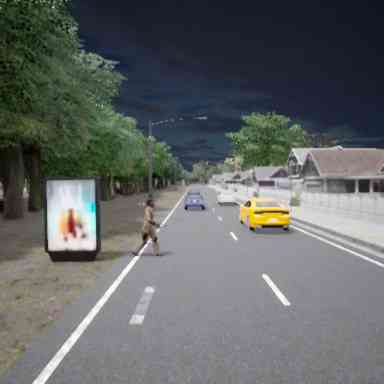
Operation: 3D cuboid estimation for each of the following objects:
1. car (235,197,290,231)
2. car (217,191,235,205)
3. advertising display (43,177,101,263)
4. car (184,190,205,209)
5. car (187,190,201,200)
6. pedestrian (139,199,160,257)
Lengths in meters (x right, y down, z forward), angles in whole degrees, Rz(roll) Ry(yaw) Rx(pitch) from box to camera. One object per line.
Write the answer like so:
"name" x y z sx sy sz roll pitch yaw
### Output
"car" 3.680 1.073 17.539 1.882 1.535 5.008 0 1 0
"car" 3.769 0.640 36.461 1.812 1.442 4.674 0 1 0
"advertising display" -3.466 0.802 9.677 1.540 2.440 0.280 0 2 0
"car" 0.235 0.807 30.980 2.033 1.411 5.357 0 2 0
"car" 0.287 0.375 47.151 1.994 1.385 4.181 0 1 1
"pedestrian" -1.308 1.060 10.184 0.375 1.860 0.375 1 2 10
